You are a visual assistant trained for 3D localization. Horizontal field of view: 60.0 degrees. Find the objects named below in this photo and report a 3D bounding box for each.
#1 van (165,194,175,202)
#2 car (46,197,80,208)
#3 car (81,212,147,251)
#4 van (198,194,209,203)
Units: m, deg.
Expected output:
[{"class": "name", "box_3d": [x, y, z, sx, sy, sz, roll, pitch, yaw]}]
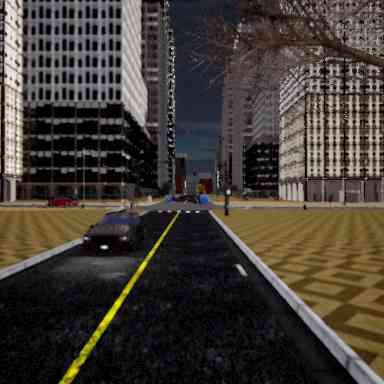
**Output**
[{"class": "van", "box_3d": [-5.763, 1.484, 82.029, 1.690, 1.788, 3.998, 0, 0, 0]}, {"class": "car", "box_3d": [-17.312, 1.378, 44.597, 4.181, 1.385, 1.994, 0, 0, -1]}, {"class": "car", "box_3d": [-3.099, 1.575, 14.436, 2.033, 1.411, 5.357, 0, 0, 0]}, {"class": "van", "box_3d": [2.689, 1.465, 70.923, 1.690, 1.788, 3.998, 0, 0, 0]}]
